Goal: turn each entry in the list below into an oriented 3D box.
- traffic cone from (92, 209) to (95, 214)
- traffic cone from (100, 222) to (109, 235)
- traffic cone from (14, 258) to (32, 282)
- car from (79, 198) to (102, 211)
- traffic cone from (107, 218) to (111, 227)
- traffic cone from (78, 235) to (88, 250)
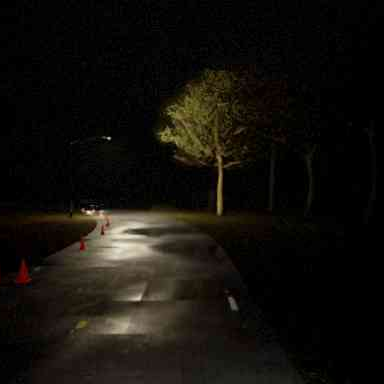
[{"bbox_3d":[-10.805,2.083,36.371,0.340,0.580,0.340,0,0,-28],"label":"traffic cone"},{"bbox_3d":[-4.909,2.075,18.284,0.340,0.580,0.340,0,0,-8],"label":"traffic cone"},{"bbox_3d":[-4.388,2.016,8.646,0.340,0.580,0.340,0,0,0],"label":"traffic cone"},{"bbox_3d":[-13.448,1.611,43.871,1.837,1.490,4.892,0,0,-37],"label":"car"},{"bbox_3d":[-5.778,2.091,22.984,0.340,0.580,0.340,0,0,-13],"label":"traffic cone"},{"bbox_3d":[-4.460,2.050,13.527,0.340,0.580,0.340,0,0,-3],"label":"traffic cone"}]
